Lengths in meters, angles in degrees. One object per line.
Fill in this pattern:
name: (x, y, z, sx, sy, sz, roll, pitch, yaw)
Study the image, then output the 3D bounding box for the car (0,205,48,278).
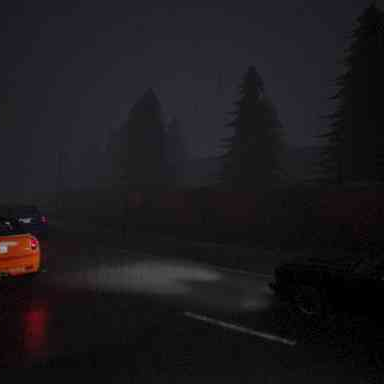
car: (-6.085, 1.386, 9.209, 4.553, 1.767, 2.097, 0, 0, 41)

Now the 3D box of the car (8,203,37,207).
car: (-9.176, 1.411, 17.098, 2.097, 1.767, 4.553, 0, 0, -44)

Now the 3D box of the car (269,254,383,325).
car: (3.815, 1.610, 5.682, 4.718, 1.301, 1.895, 0, 0, 35)
